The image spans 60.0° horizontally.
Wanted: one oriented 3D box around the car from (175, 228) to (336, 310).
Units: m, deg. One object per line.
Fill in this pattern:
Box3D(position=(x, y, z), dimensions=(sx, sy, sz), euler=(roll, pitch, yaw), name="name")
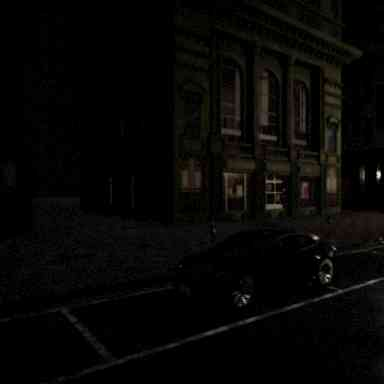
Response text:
Box3D(position=(1.649, 1.566, 7.824), dimensions=(4.313, 1.339, 1.947), euler=(0, 0, -36), name="car")
